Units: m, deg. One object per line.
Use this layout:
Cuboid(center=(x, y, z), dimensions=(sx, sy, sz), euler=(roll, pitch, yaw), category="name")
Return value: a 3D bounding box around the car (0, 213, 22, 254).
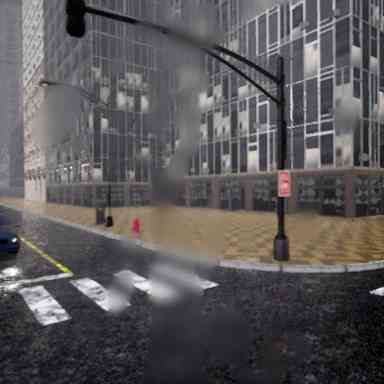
Cuboid(center=(-8.007, 1.524, 12.902), dimensions=(2.033, 1.411, 5.357), euler=(-1, 1, -35), category="car")
